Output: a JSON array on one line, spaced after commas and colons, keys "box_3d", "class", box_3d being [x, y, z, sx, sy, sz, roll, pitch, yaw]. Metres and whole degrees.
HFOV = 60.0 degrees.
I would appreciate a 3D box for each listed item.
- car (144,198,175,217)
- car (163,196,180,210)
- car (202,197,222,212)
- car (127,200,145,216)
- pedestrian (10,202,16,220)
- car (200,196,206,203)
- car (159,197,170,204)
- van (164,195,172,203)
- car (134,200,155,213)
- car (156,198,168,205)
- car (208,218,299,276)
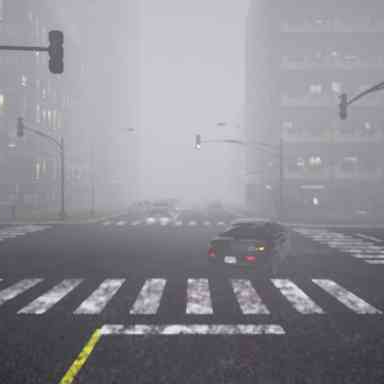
[{"box_3d": [-3.088, 1.660, 32.968, 2.033, 1.411, 5.357, 0, 0, 0], "class": "car"}, {"box_3d": [-3.067, 1.638, 42.920, 2.128, 1.511, 4.902, 0, 0, 0], "class": "car"}, {"box_3d": [2.682, 1.689, 40.560, 2.008, 1.369, 4.403, -1, 0, 0], "class": "car"}, {"box_3d": [-5.699, 1.644, 34.736, 1.752, 1.417, 4.829, -1, 0, 0], "class": "car"}, {"box_3d": [-12.546, 1.290, 23.430, 0.375, 1.300, 0.375, 0, 0, 1], "class": "pedestrian"}, {"box_3d": [2.684, 1.697, 74.488, 1.967, 1.590, 4.097, -1, 0, 0], "class": "car"}, {"box_3d": [-5.695, 1.782, 68.833, 1.887, 1.381, 4.507, -1, 0, 0], "class": "car"}, {"box_3d": [-5.697, 1.618, 80.143, 1.690, 1.788, 3.998, -1, 0, 0], "class": "van"}, {"box_3d": [-5.698, 1.705, 40.560, 1.947, 1.339, 4.313, -1, 0, 0], "class": "car"}, {"box_3d": [-5.695, 1.799, 63.178, 1.802, 1.307, 4.206, -1, 0, 0], "class": "car"}, {"box_3d": [2.040, 1.562, 10.536, 1.812, 1.442, 4.674, -1, 0, 27], "class": "car"}]
